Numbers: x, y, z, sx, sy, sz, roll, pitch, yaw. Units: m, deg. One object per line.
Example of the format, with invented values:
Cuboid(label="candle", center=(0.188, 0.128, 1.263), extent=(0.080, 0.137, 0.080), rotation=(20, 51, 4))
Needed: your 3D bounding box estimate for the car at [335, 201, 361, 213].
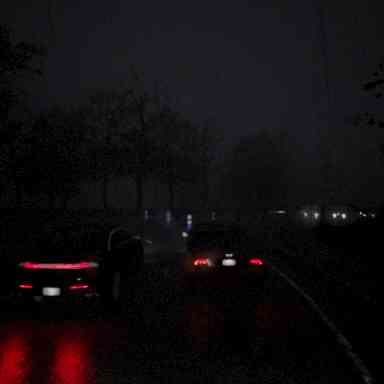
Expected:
Cuboid(label="car", center=(25.019, 2.473, 53.359), extent=(4.553, 1.767, 2.097), rotation=(3, -2, -42))

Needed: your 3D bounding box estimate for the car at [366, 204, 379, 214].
Cuboid(label="car", center=(28.057, 2.715, 51.399), extent=(4.181, 1.385, 1.994), rotation=(3, -2, -42))

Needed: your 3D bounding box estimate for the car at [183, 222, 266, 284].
Cuboid(label="car", center=(0.743, 1.601, 9.784), extent=(2.033, 1.411, 5.357), rotation=(0, 0, -2))

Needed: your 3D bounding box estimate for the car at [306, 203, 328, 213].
Cuboid(label="car", center=(18.185, 2.240, 47.316), extent=(5.008, 1.535, 1.882), rotation=(3, -2, -41))

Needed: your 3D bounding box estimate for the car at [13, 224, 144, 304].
Cuboid(label="car", center=(-2.397, 1.529, 8.203), extent=(2.128, 1.511, 4.902), rotation=(0, 0, 1))

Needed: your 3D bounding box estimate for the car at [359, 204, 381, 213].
Cuboid(label="car", center=(31.831, 2.985, 59.384), extent=(4.892, 1.490, 1.837), rotation=(3, -2, -41))

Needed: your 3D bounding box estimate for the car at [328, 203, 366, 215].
Cuboid(label="car", center=(21.173, 2.336, 45.281), extent=(5.357, 1.411, 2.033), rotation=(3, -2, -41))
